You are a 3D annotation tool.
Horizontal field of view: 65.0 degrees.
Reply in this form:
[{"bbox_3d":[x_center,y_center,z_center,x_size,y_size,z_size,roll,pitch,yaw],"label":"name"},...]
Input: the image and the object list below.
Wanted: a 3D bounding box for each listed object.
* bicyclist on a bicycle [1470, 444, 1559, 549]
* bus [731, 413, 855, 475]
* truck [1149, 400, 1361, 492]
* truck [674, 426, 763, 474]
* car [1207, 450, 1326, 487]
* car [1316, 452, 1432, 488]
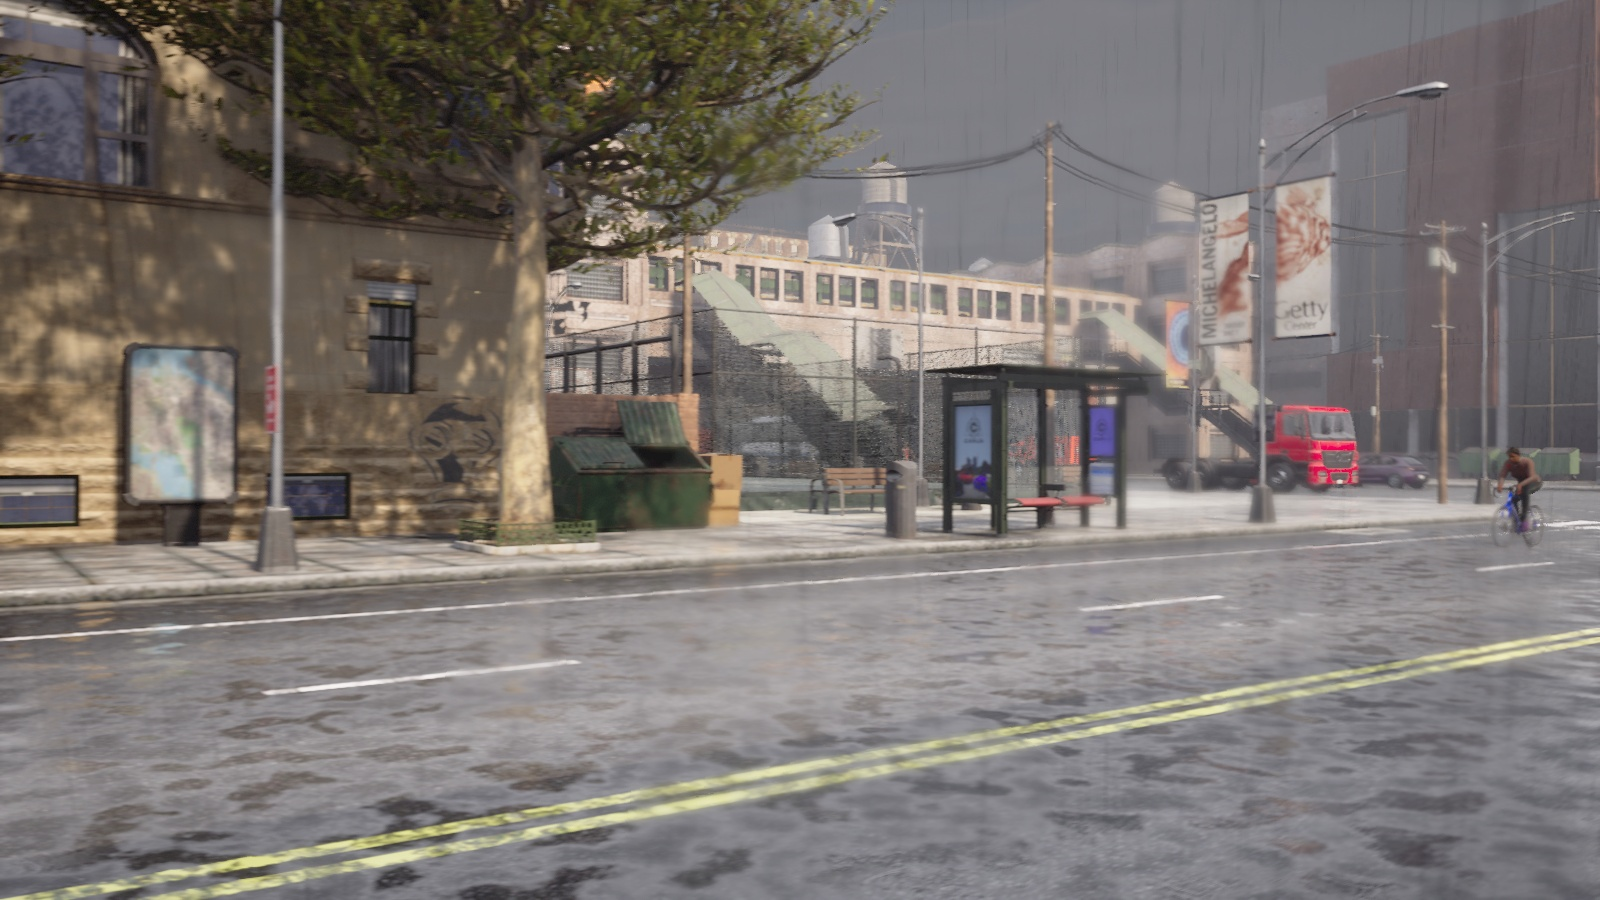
[{"bbox_3d":[11.490,0.725,20.185,1.656,1.620,0.582,-1,0,-35],"label":"bicyclist on a bicycle"},{"bbox_3d":[-0.640,-0.402,91.302,3.944,4.253,10.273,0,0,-34],"label":"bus"},{"bbox_3d":[18.273,-0.149,51.020,2.891,3.462,7.936,0,0,-33],"label":"truck"},{"bbox_3d":[-6.129,0.008,93.130,2.891,3.462,7.936,0,0,-34],"label":"truck"},{"bbox_3d":[20.161,0.786,54.405,2.007,1.525,4.514,0,0,-34],"label":"car"},{"bbox_3d":[24.654,0.843,54.033,1.816,1.474,4.193,0,0,-34],"label":"car"}]
